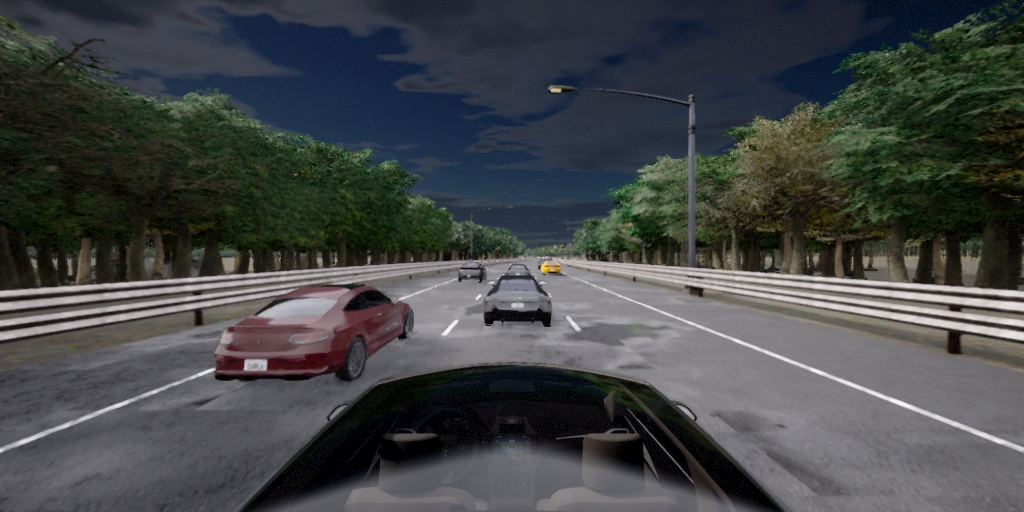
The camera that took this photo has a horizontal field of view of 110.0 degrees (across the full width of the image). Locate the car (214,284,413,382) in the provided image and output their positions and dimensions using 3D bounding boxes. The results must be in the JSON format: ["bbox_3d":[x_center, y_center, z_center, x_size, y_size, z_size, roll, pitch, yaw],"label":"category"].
[{"bbox_3d":[-3.369,1.269,7.029,1.812,1.442,4.674,0,0,0],"label":"car"}]

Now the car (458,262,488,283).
[{"bbox_3d":[-3.012,1.241,28.123,2.128,1.511,4.902,0,0,2],"label":"car"}]

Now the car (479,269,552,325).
[{"bbox_3d":[0.175,1.306,11.736,1.994,1.385,4.181,0,0,1],"label":"car"}]

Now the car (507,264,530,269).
[{"bbox_3d":[0.510,1.317,28.843,1.994,1.385,4.181,0,0,2],"label":"car"}]

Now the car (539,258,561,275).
[{"bbox_3d":[4.264,1.261,39.475,1.882,1.535,5.008,0,0,2],"label":"car"}]
